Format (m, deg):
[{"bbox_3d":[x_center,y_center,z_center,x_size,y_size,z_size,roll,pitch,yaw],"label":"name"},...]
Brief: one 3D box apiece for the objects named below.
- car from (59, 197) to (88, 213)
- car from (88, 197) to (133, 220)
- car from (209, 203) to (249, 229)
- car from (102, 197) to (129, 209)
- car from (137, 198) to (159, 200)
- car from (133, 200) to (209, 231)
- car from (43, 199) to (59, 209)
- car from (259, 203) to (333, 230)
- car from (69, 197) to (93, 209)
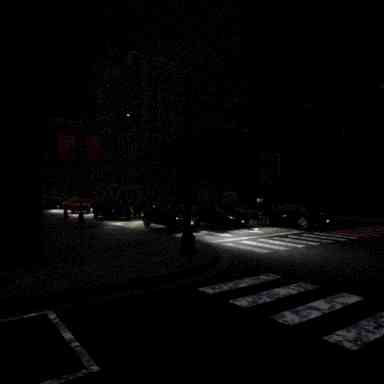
[{"bbox_3d":[-12.623,1.426,36.249,1.882,1.535,5.008,0,0,-35],"label":"car"},{"bbox_3d":[-6.851,1.441,28.227,1.882,1.535,5.008,0,0,-36],"label":"car"},{"bbox_3d":[1.663,1.500,21.995,1.812,1.442,4.674,0,0,-37],"label":"car"},{"bbox_3d":[-10.257,1.434,44.416,1.837,1.490,4.892,0,-1,-36],"label":"car"},{"bbox_3d":[-3.578,1.313,29.243,2.097,1.767,4.553,0,0,-36],"label":"car"},{"bbox_3d":[-1.434,1.469,20.704,2.128,1.511,4.902,0,0,-36],"label":"car"},{"bbox_3d":[-18.382,1.535,44.322,1.895,1.301,4.718,0,0,-35],"label":"car"},{"bbox_3d":[6.456,1.466,21.216,2.128,1.511,4.902,0,0,-36],"label":"car"},{"bbox_3d":[-15.260,1.457,45.541,1.812,1.442,4.674,0,0,-35],"label":"car"}]
